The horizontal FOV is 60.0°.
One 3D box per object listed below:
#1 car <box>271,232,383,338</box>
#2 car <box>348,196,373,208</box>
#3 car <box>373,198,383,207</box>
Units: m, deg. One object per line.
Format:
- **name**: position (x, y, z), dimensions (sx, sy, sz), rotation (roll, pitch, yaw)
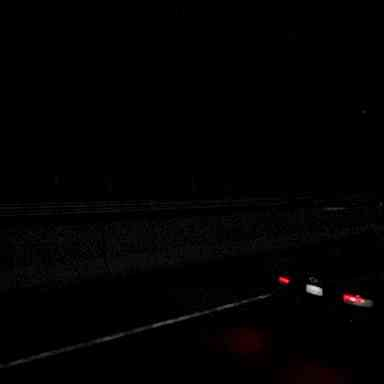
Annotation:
- **car**: position (3.913, 1.526, 6.502), dimensions (5.357, 1.411, 2.033), rotation (0, 0, -35)
- **car**: position (20.187, 1.169, 39.043), dimensions (4.181, 1.385, 1.994), rotation (-1, 1, -33)
- **car**: position (22.600, 1.144, 36.463), dimensions (5.357, 1.411, 2.033), rotation (-1, 1, -33)
